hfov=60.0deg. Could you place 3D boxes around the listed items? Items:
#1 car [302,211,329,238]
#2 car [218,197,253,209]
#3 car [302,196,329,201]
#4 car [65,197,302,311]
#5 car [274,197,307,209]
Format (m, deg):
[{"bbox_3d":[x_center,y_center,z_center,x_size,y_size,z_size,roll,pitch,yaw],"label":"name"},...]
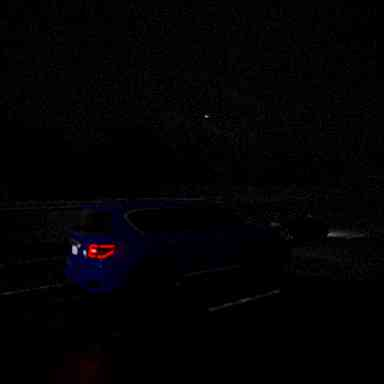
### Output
[{"bbox_3d":[4.545,1.477,15.626,4.181,1.385,1.994,-1,0,-36],"label":"car"},{"bbox_3d":[5.598,1.386,42.466,4.181,1.385,1.994,0,0,-36],"label":"car"},{"bbox_3d":[15.130,1.305,40.682,4.892,1.490,1.837,0,0,-36],"label":"car"},{"bbox_3d":[-0.078,1.196,7.987,5.566,2.045,2.150,-1,0,-35],"label":"car"},{"bbox_3d":[12.928,1.368,43.408,4.181,1.385,1.994,0,0,-36],"label":"car"}]
